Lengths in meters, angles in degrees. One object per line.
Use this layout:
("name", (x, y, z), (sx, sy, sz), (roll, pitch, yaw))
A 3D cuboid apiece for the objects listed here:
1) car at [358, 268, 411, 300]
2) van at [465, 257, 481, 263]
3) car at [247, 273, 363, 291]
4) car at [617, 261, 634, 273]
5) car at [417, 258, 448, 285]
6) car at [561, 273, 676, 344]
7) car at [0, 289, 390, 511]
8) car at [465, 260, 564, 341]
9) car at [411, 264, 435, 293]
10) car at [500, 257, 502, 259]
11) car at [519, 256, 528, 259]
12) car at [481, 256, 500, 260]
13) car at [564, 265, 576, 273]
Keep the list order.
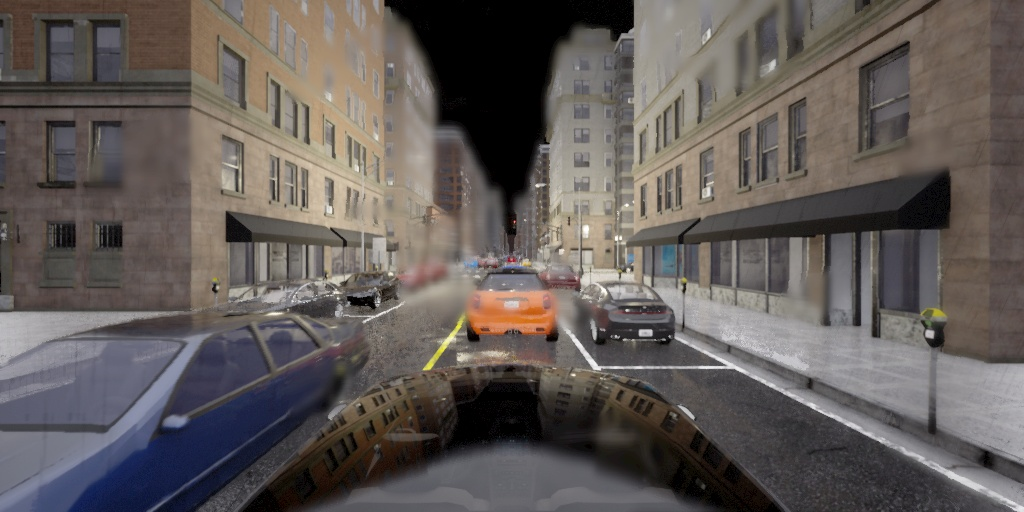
("car", (-5.865, 1.309, 14.823), (1.948, 1.339, 4.313), (0, 0, 0))
("van", (-5.892, 1.060, 52.818), (1.690, 1.789, 3.998), (0, 0, 0))
("car", (-5.861, 1.297, 9.299), (2.007, 1.370, 4.403), (0, 0, 0))
("car", (14.539, 1.223, 41.011), (4.892, 1.490, 1.837), (0, 0, 1))
("car", (-5.873, 1.052, 25.870), (2.192, 1.841, 5.009), (0, 0, 0))
("car", (2.665, 1.297, 9.328), (2.007, 1.370, 4.403), (0, 0, 0))
("car", (-3.100, 1.297, 3.313), (2.033, 1.411, 5.357), (0, 0, 0))
("car", (0.014, 1.098, 9.986), (2.097, 1.767, 4.553), (0, 0, 0))
("car", (-5.869, 1.323, 20.347), (1.802, 1.307, 4.207), (0, 0, 0))
("car", (-3.109, 1.238, 62.745), (1.812, 1.442, 4.674), (0, 0, 0))
("car", (2.626, 1.236, 64.209), (1.751, 1.417, 4.829), (0, 0, 0))
("car", (-3.121, 1.196, 53.402), (1.882, 1.535, 5.008), (0, 0, 0))
("car", (2.657, 1.180, 20.378), (1.967, 1.591, 4.097), (0, 0, 0))
